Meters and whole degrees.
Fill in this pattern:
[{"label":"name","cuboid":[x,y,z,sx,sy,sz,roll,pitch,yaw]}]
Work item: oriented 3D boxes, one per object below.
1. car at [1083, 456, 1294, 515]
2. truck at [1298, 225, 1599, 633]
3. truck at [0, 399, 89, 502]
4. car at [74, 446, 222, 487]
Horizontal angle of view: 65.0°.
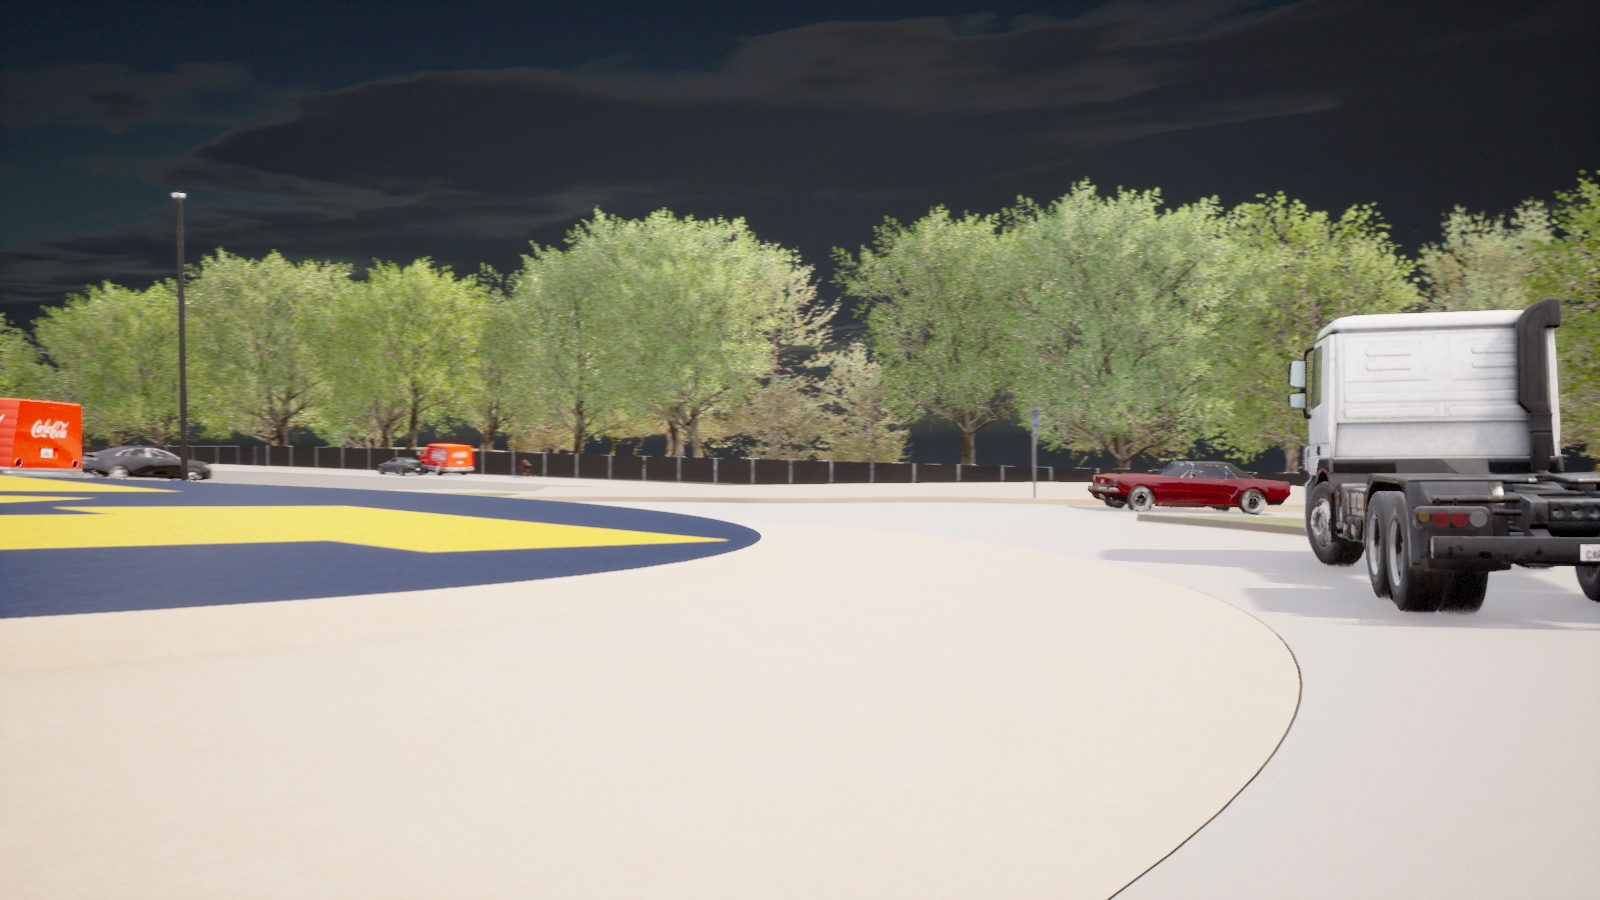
[{"label":"car","cuboid":[9.766,0.886,31.760,4.718,1.301,1.895,2,0,-7]},{"label":"truck","cuboid":[7.820,-0.191,14.500,2.891,3.462,7.936,-1,0,15]},{"label":"truck","cuboid":[-21.439,-0.064,31.982,5.204,2.467,2.627,3,-1,11]},{"label":"car","cuboid":[-26.674,0.694,51.505,2.128,1.511,4.902,1,-1,44]}]
